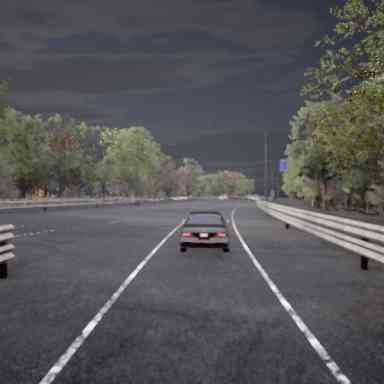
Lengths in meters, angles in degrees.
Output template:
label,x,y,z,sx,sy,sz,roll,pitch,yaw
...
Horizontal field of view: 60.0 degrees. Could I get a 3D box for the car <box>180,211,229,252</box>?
label,x,y,z,sx,sy,sz,roll,pitch,yaw
car,0.551,1.498,13.682,2.033,1.411,5.357,0,0,3
